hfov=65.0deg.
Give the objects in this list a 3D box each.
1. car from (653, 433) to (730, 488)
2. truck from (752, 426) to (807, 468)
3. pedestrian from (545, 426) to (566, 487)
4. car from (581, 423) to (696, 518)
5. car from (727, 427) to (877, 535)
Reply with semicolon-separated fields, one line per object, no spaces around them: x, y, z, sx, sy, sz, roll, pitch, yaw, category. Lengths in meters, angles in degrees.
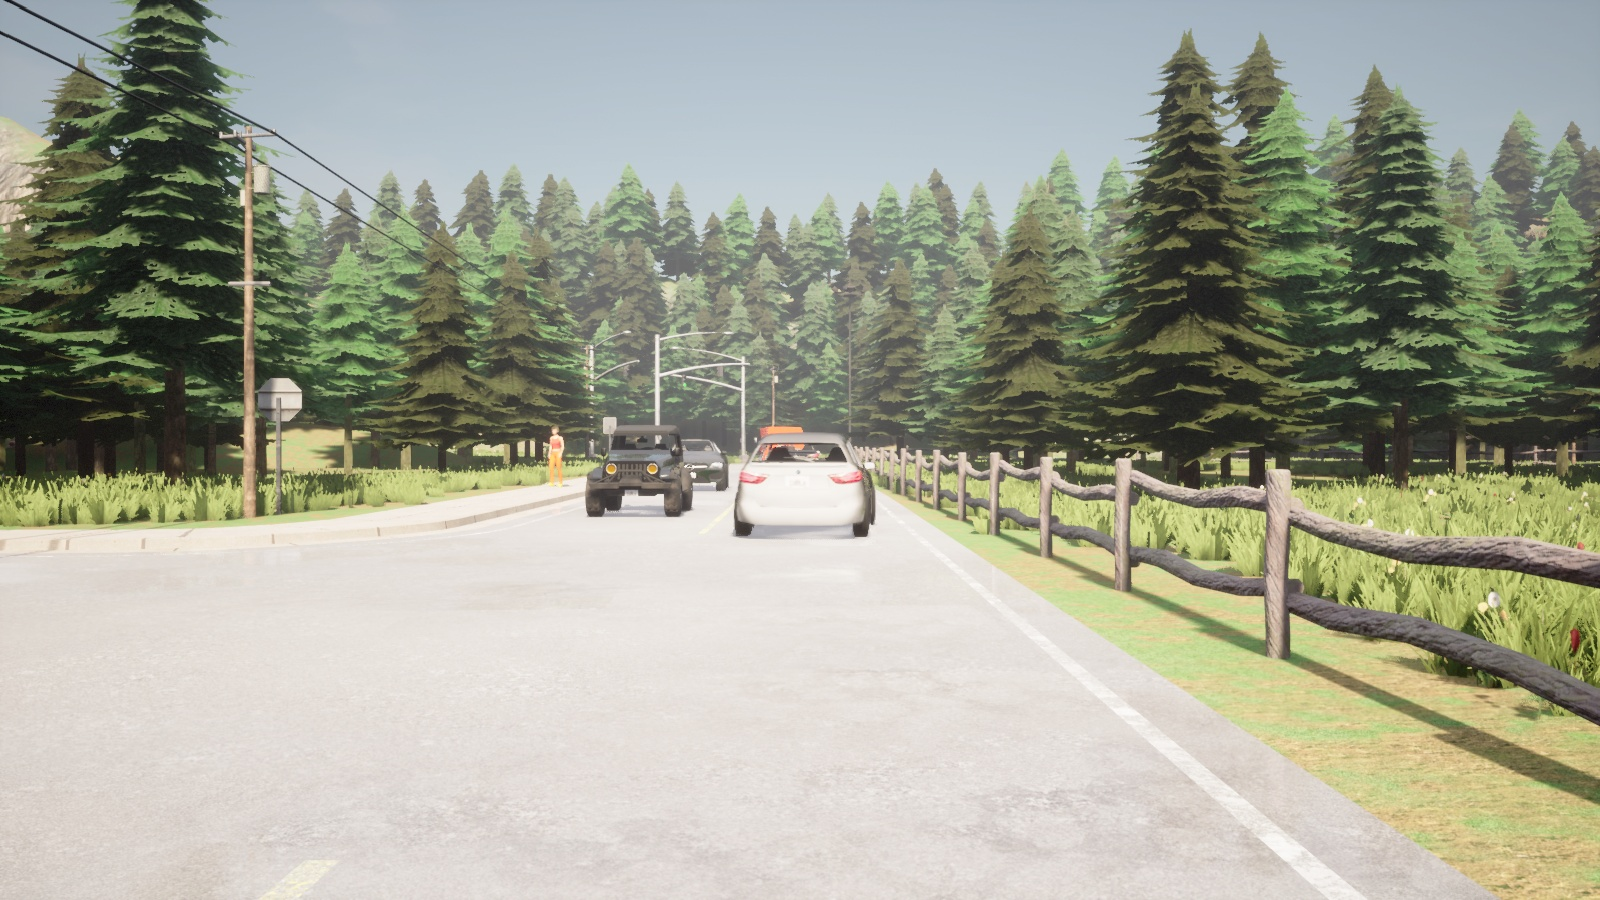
-3.381;0.299;40.012;2.152;1.651;5.027;0;0;-1;car
-1.331;-0.171;77.147;2.627;2.467;5.204;0;0;-10;truck
-7.367;0.187;37.881;0.345;1.836;0.594;0;0;24;pedestrian
-3.336;0.389;26.623;1.905;1.878;3.866;0;0;0;car
0.166;0.468;21.729;2.242;1.667;4.611;0;0;5;car
